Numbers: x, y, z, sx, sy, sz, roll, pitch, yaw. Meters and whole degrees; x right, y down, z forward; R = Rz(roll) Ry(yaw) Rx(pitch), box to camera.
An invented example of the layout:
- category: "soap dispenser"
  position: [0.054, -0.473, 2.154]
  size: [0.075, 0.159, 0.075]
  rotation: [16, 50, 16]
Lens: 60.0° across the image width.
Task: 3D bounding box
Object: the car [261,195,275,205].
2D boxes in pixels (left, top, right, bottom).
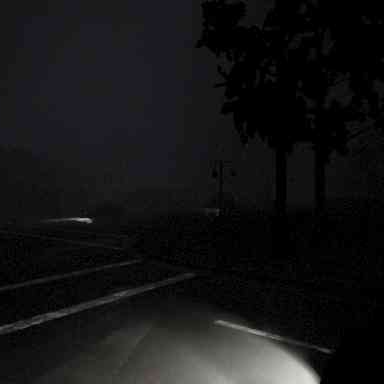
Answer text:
- category: "car"
  position: [13.853, 1.347, 60.774]
  size: [2.097, 1.767, 4.553]
  rotation: [0, 0, 7]

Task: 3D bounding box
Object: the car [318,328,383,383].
- category: "car"
  position: [2.887, 1.564, 1.913]
  size: [4.181, 1.385, 1.994]
  rotation: [0, 0, 36]

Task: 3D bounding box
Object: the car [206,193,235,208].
- category: "car"
  position: [4.123, 1.226, 47.490]
  size: [2.150, 2.045, 5.566]
  rotation: [0, 0, 34]

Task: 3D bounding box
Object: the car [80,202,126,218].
- category: "car"
  position: [-7.921, 1.565, 29.863]
  size: [1.994, 1.385, 4.181]
  rotation: [0, 0, 34]
